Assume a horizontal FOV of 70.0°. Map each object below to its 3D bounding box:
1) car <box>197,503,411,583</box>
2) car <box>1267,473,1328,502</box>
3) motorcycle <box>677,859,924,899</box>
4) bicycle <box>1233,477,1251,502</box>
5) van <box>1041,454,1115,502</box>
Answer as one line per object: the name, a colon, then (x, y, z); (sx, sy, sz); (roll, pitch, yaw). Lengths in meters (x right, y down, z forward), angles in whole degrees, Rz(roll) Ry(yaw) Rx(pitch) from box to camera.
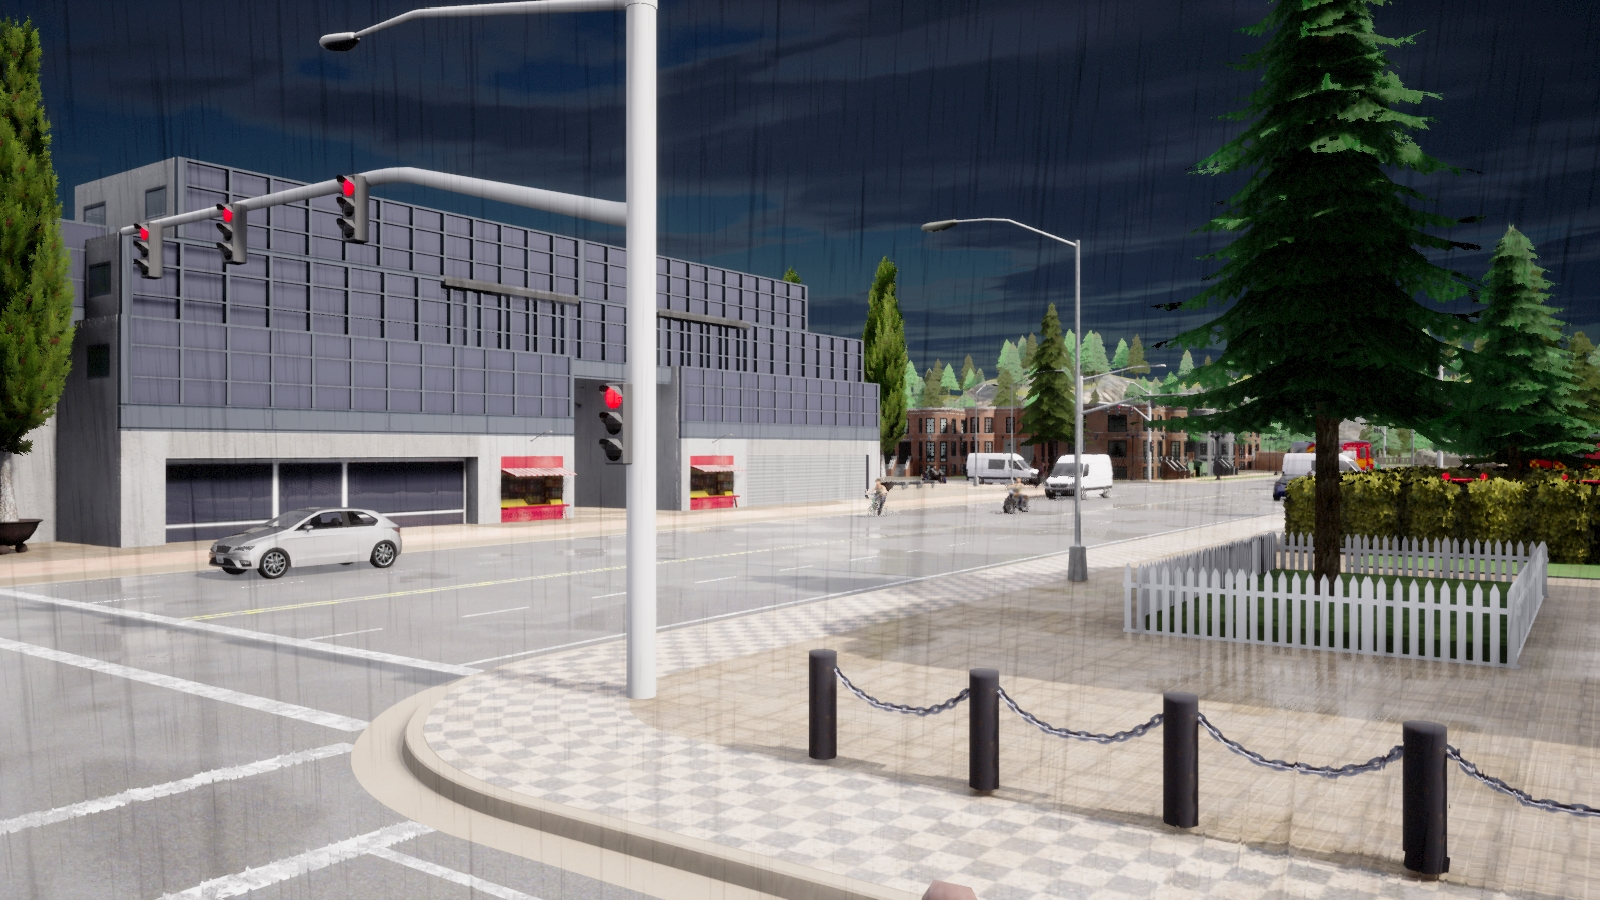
car: (-11.323, 2.066, 26.349); (1.816, 1.474, 4.193); (0, 0, 35)
car: (27.765, 2.063, 63.661); (2.163, 1.488, 4.792); (0, 0, 35)
motorcycle: (0.509, 2.205, 3.428); (2.209, 1.251, 0.867); (0, 0, 35)
bicycle: (24.334, 2.158, 62.852); (0.859, 1.276, 1.487); (0, 0, 23)
van: (15.807, 1.534, 64.772); (1.988, 2.561, 5.915); (0, 0, 36)
